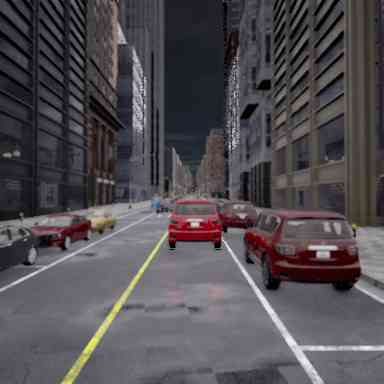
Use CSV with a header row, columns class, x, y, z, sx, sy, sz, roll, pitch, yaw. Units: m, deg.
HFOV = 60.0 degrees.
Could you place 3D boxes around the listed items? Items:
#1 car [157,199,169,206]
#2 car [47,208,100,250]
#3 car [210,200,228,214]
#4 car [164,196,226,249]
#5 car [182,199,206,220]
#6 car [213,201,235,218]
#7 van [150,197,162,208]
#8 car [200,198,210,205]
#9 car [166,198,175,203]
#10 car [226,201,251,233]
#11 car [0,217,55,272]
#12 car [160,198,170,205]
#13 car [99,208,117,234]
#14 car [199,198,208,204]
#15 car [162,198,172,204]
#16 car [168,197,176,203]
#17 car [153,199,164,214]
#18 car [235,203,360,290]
class,x,y,z,sx,sy,sz,roll,pitch,yaw
car,-5.724,2.036,65.485,1.947,1.339,4.313,1,0,0
car,-5.821,1.655,14.865,1.887,1.381,4.507,1,0,0
car,3.225,1.802,41.208,1.837,1.490,4.892,0,0,0
car,0.123,1.335,15.228,2.150,2.045,5.566,0,0,0
car,0.154,1.579,31.254,2.097,1.767,4.553,0,0,0
car,3.211,1.752,34.208,1.837,1.490,4.892,0,0,0
van,-5.743,1.730,54.238,1.690,1.788,3.998,1,0,0
car,2.813,2.055,71.087,1.887,1.381,4.507,1,0,0
car,-5.681,2.198,87.983,1.947,1.339,4.313,1,0,0
car,2.718,1.466,20.471,2.192,1.841,5.009,1,0,0
car,-5.832,1.620,9.240,2.008,1.369,4.403,1,0,0
car,-5.713,2.034,70.940,1.752,1.417,4.829,1,0,0
car,-5.810,1.675,20.320,1.752,1.417,4.829,1,0,0
car,2.835,2.137,82.336,1.887,1.381,4.507,1,0,0
car,-5.702,2.102,76.735,2.008,1.369,4.403,1,0,0
car,-5.670,2.218,93.608,1.887,1.381,4.507,1,0,0
car,-3.020,1.842,38.513,1.994,1.385,4.181,0,0,0
car,2.696,1.385,9.222,2.192,1.841,5.009,1,0,0
